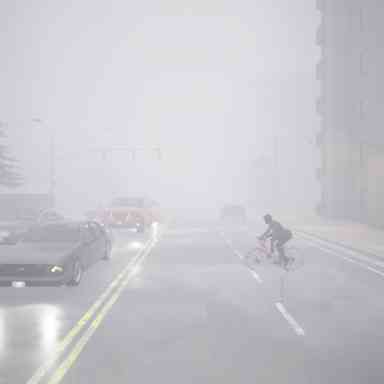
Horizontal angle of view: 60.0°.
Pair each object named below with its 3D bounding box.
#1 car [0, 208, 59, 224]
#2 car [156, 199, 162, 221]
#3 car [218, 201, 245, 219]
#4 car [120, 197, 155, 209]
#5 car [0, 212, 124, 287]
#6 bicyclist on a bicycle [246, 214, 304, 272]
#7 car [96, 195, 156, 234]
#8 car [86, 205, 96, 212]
[{"bbox_3d":[-7.155,1.492,14.739,2.128,1.511,4.902,0,0,0],"label":"car"},{"bbox_3d":[-3.635,1.352,27.381,2.097,1.767,4.553,0,0,0],"label":"car"},{"bbox_3d":[3.358,1.477,28.811,1.882,1.535,5.008,0,0,0],"label":"car"},{"bbox_3d":[-7.538,1.477,45.801,5.008,1.535,1.882,0,0,38],"label":"car"},{"bbox_3d":[-3.635,1.547,9.624,2.033,1.411,5.357,0,0,0],"label":"car"},{"bbox_3d":[2.320,1.451,9.382,1.656,1.620,0.582,-2,0,0],"label":"bicyclist on a bicycle"},{"bbox_3d":[-3.664,1.222,19.566,2.150,2.045,5.566,0,0,0],"label":"car"},{"bbox_3d":[-7.135,1.601,27.218,1.895,1.301,4.718,0,0,0],"label":"car"}]
